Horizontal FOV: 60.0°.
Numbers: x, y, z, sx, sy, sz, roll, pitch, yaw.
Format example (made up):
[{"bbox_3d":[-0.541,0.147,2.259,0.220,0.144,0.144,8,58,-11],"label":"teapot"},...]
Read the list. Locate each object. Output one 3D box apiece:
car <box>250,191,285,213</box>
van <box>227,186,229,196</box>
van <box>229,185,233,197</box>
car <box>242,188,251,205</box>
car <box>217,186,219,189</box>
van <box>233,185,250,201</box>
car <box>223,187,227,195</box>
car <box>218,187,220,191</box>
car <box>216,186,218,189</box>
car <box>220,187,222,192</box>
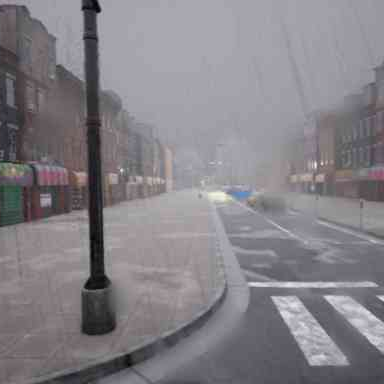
[{"bbox_3d":[5.919,0.805,25.603,1.947,1.339,4.313,-1,1,2],"label":"car"},{"bbox_3d":[7.004,-0.132,53.594,1.690,1.788,3.998,-1,1,2],"label":"van"},{"bbox_3d":[6.786,0.009,47.995,1.690,1.788,3.998,-1,1,2],"label":"van"},{"bbox_3d":[6.142,0.616,31.370,1.752,1.417,4.829,-1,1,2],"label":"car"},{"bbox_3d":[8.319,-0.749,87.197,1.887,1.381,4.507,-1,1,2],"label":"car"},{"bbox_3d":[6.568,0.150,42.396,1.690,1.788,3.998,-1,1,2],"label":"van"},{"bbox_3d":[7.222,-0.297,59.194,2.192,1.841,5.009,-1,1,2],"label":"car"},{"bbox_3d":[8.102,-0.579,81.598,1.802,1.307,4.206,-1,1,2],"label":"car"},{"bbox_3d":[8.543,-0.904,92.965,1.752,1.417,4.829,-1,1,2],"label":"car"},{"bbox_3d":[7.662,-0.449,70.395,1.967,1.590,4.097,-1,1,2],"label":"car"}]
